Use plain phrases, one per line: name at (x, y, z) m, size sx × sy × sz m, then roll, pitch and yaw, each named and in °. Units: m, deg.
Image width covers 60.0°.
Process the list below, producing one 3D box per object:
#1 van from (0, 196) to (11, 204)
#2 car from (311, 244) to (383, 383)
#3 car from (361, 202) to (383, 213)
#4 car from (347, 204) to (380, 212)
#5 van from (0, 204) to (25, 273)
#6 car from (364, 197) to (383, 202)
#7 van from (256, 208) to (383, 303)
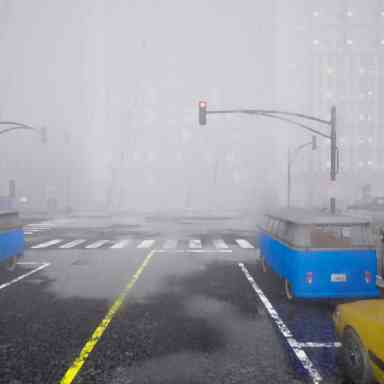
van at (-17.119, 1.200, 27.495) m, size 3.998 × 1.788 × 1.690 m, roll 0°, pitch 1°, yaw 0°
car at (2.683, 1.525, 2.516) m, size 1.752 × 1.417 × 4.829 m, roll -1°, pitch 0°, yaw 0°
car at (13.730, 1.653, 24.682) m, size 4.718 × 1.301 × 1.895 m, roll 0°, pitch 1°, yaw 0°
car at (9.109, 1.673, 21.516) m, size 4.718 × 1.301 × 1.895 m, roll 0°, pitch 1°, yaw 0°
van at (-5.693, 1.339, 7.986) m, size 1.690 × 1.788 × 3.998 m, roll -1°, pitch 0°, yaw 0°
car at (15.271, 1.339, 27.264) m, size 5.009 × 1.841 × 2.192 m, roll 0°, pitch 1°, yaw 0°
van at (2.687, 1.339, 7.948) m, size 1.690 × 1.788 × 3.998 m, roll -1°, pitch 0°, yaw 0°
